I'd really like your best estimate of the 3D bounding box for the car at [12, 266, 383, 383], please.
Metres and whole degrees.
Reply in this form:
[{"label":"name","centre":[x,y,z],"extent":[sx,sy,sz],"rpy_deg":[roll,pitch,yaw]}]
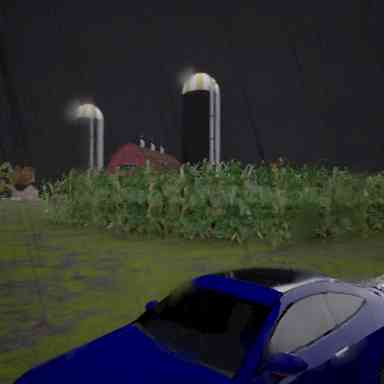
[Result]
[{"label":"car","centre":[0.552,1.594,3.395],"extent":[4.674,1.442,1.812],"rpy_deg":[1,-3,-39]}]
